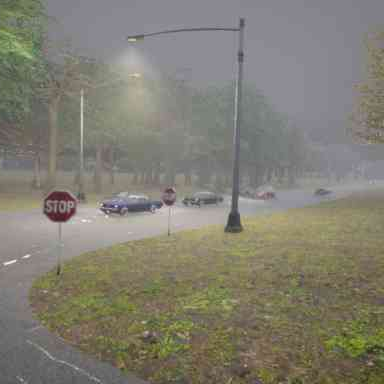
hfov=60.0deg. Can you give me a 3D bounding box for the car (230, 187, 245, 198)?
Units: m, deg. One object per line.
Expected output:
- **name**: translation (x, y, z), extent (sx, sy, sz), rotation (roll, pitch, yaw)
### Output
- **car**: translation (7.245, -0.020, 46.097), extent (2.033, 1.411, 5.357), rotation (4, 4, 36)

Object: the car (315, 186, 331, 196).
- **car**: translation (21.632, -0.145, 54.739), extent (1.837, 1.490, 4.892), rotation (4, 4, 31)

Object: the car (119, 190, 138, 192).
- **car**: translation (-5.586, 0.586, 28.152), extent (1.812, 1.442, 4.674), rotation (4, 4, 35)

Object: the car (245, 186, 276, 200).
- **car**: translation (9.127, 0.026, 42.707), extent (2.097, 1.767, 4.553), rotation (4, 4, 36)

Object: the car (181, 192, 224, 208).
- **car**: translation (1.051, 0.667, 31.445), extent (1.895, 1.301, 4.718), rotation (4, 4, 35)

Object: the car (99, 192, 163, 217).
- **car**: translation (-4.304, 0.930, 23.943), extent (1.895, 1.301, 4.718), rotation (4, 4, 35)
